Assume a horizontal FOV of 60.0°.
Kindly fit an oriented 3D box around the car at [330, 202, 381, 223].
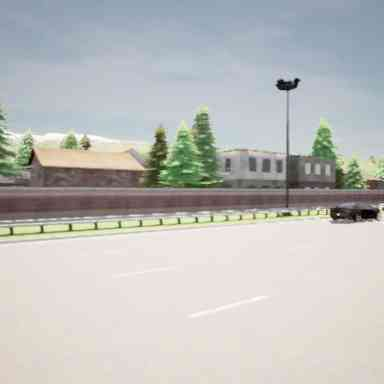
[{"bbox_3d":[12.672,1.484,25.678,5.008,1.535,1.882,0,0,-35],"label":"car"}]
